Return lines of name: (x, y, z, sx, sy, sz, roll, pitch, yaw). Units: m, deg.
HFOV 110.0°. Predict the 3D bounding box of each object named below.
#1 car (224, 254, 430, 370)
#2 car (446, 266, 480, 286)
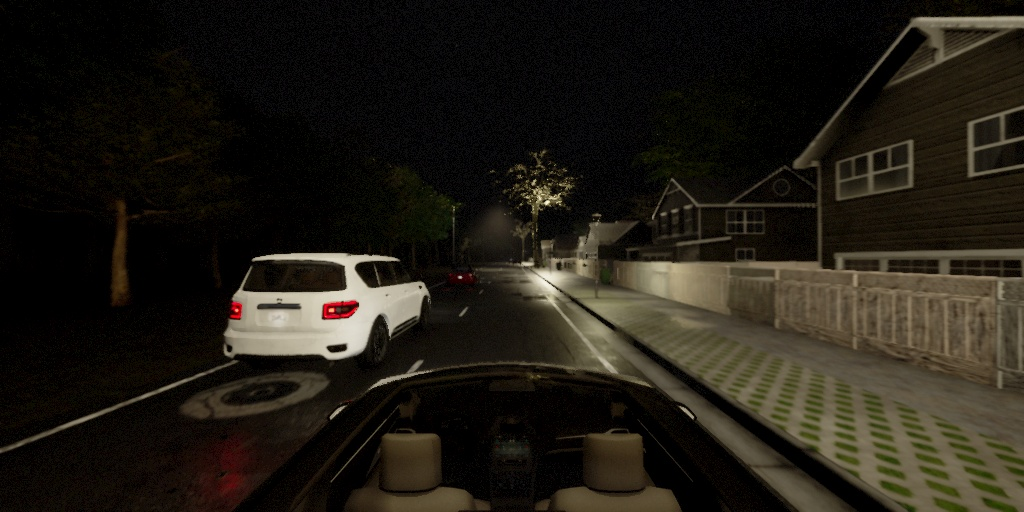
car: (-3.396, 0.985, 7.906, 2.150, 2.045, 5.566, 0, 0, 0)
car: (-3.390, 1.360, 25.444, 1.994, 1.385, 4.181, 0, 0, 0)
